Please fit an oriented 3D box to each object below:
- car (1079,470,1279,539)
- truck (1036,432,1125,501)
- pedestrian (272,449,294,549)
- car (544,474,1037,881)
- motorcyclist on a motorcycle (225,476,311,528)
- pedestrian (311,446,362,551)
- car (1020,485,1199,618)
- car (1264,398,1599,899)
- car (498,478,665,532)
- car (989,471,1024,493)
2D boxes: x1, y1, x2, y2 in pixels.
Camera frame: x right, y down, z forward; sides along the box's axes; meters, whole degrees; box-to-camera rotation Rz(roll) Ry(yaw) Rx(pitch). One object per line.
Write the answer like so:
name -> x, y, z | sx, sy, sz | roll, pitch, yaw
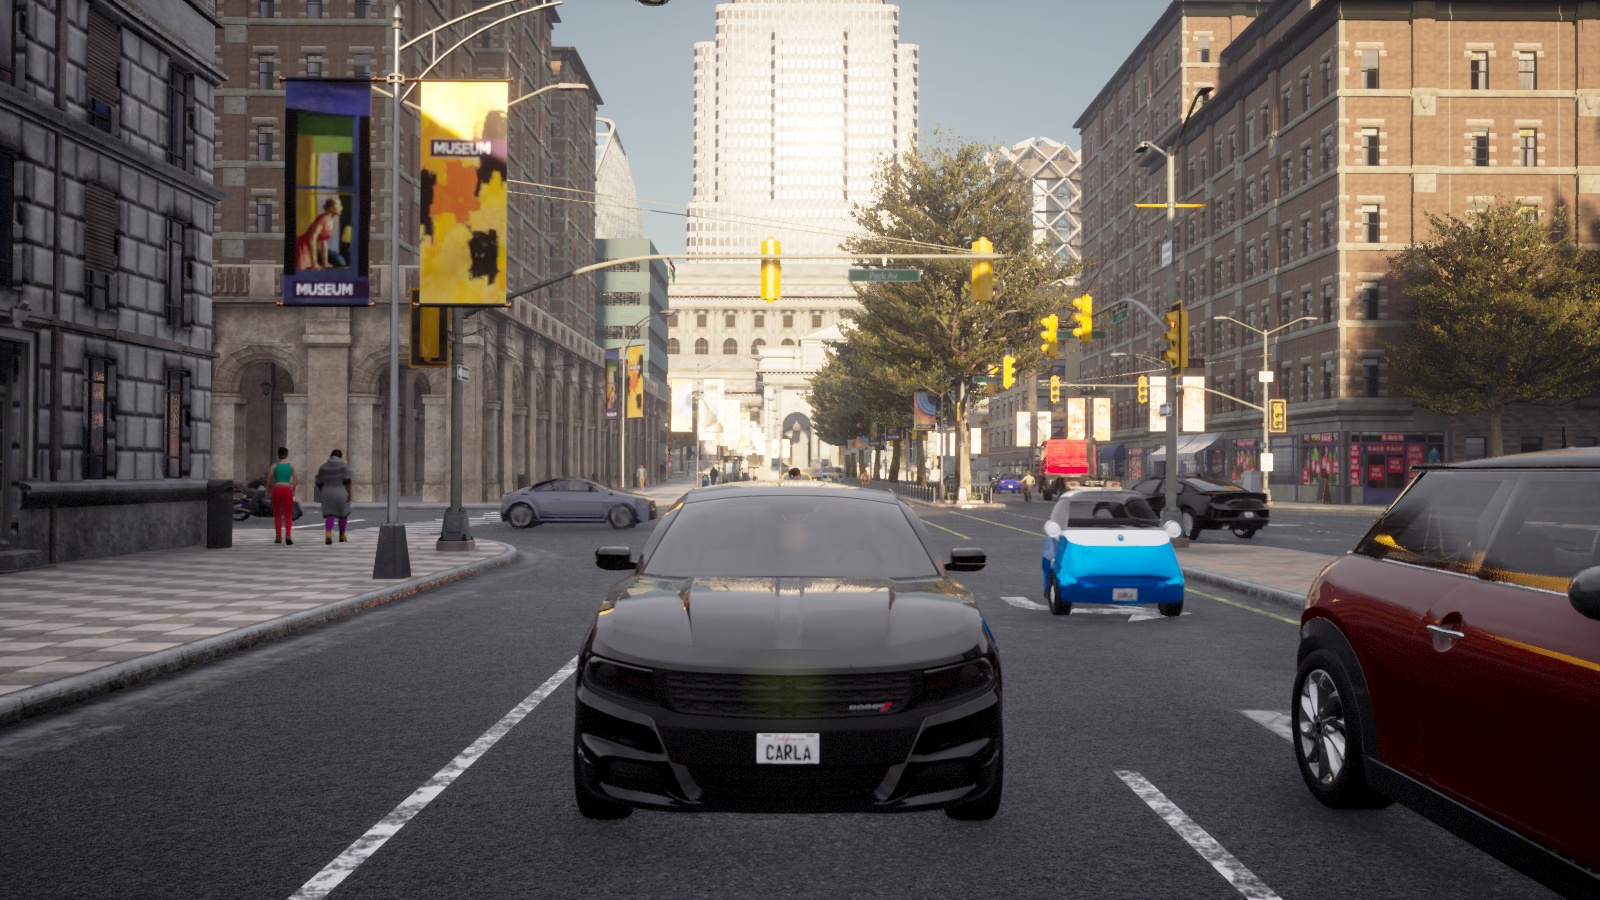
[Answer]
car -> 9.149, 1.272, 30.811 | 1.882, 1.535, 5.008 | 0, -1, -24
truck -> 14.807, 0.894, 66.932 | 2.891, 3.462, 7.936 | 0, -1, 0
pedestrian -> -9.675, 0.904, 23.493 | 0.345, 1.836, 0.594 | 0, -1, -25
car -> -0.044, 0.915, 7.310 | 1.882, 1.535, 5.008 | 0, -1, 0
motorcyclist on a motorcycle -> -15.849, 1.540, 37.419 | 2.191, 1.530, 0.866 | 0, -1, 0
pedestrian -> -8.800, 0.906, 23.862 | 0.659, 1.952, 0.873 | 0, -1, -1
car -> 3.439, 1.095, 14.287 | 1.481, 1.376, 2.207 | 0, -1, 0
car -> 3.462, 0.730, 4.214 | 2.097, 1.767, 4.553 | 0, -1, 0
car -> -5.856, 1.471, 33.998 | 4.181, 1.385, 1.994 | 0, -1, 0
car -> 14.750, 2.276, 89.973 | 1.816, 1.474, 4.193 | 0, -1, 0
